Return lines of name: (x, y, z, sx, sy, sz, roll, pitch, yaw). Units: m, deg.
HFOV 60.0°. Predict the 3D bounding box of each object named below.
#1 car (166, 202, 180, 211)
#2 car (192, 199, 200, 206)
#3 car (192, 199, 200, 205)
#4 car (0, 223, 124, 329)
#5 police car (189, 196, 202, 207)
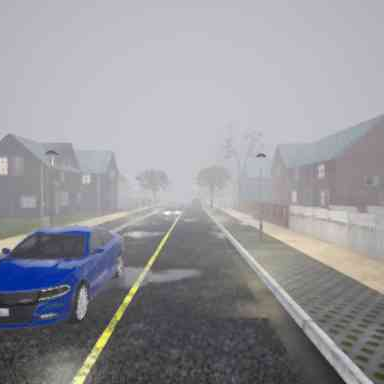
car: (-2.793, 2.047, 48.525, 1.895, 1.301, 4.718, 0, -1, 0)
car: (0.882, 2.273, 75.204, 1.837, 1.490, 4.892, 0, -1, 0)
car: (0.886, 2.353, 81.205, 1.837, 1.490, 4.892, 0, -1, 0)
car: (-2.844, 1.533, 7.446, 1.882, 1.535, 5.008, 0, 0, 0)
police car: (0.874, 2.067, 65.315, 1.930, 1.638, 5.238, 0, -1, 0)
